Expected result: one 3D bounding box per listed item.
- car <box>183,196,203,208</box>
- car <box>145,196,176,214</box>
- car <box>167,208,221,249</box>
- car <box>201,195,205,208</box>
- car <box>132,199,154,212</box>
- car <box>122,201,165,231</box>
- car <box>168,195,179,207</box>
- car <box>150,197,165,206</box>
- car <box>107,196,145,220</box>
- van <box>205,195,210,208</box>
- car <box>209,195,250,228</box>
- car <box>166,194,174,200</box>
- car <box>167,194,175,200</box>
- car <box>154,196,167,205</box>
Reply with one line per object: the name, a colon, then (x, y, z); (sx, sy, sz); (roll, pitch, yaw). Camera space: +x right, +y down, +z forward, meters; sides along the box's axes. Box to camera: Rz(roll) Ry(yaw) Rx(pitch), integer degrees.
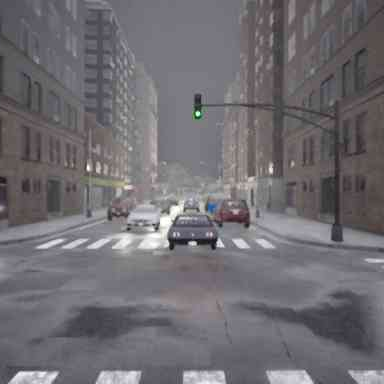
car: (-0.092, 1.536, 38.663); (2.033, 1.411, 5.357); (0, 0, 0)
car: (-3.006, 1.478, 32.857); (2.128, 1.511, 4.902); (0, 0, 0)
car: (0.019, 1.594, 14.432); (1.895, 1.301, 4.718); (0, 0, 0)
car: (2.497, 1.308, 38.672); (2.192, 1.841, 5.009); (0, 0, 0)
car: (-5.604, 1.531, 38.632); (2.008, 1.369, 4.403); (0, 0, 0)
car: (-2.919, 1.515, 20.877); (1.812, 1.442, 4.674); (0, 0, -2)
car: (-3.049, 1.581, 51.166); (1.895, 1.301, 4.718); (0, 0, 0)
car: (-5.676, 1.519, 55.143); (1.887, 1.381, 4.507); (0, 0, 0)
car: (-5.557, 1.298, 27.625); (2.192, 1.841, 5.009); (0, 0, 0)
van: (2.528, 1.336, 33.168); (1.690, 1.788, 3.998); (0, 0, 0)
car: (2.588, 1.313, 22.160); (2.192, 1.841, 5.009); (0, 0, 0)
car: (-5.818, 1.404, 88.166); (1.967, 1.590, 4.097); (0, 0, 0)
car: (-5.842, 1.402, 93.669); (1.967, 1.590, 4.097); (0, 0, 0)
car: (-5.699, 1.517, 60.647); (1.887, 1.381, 4.507); (0, 0, 0)
